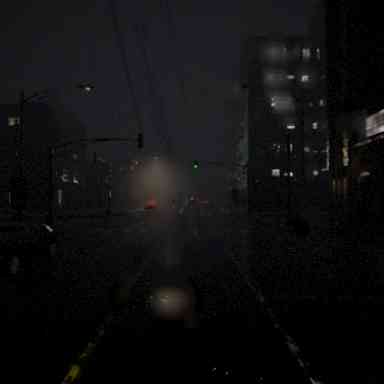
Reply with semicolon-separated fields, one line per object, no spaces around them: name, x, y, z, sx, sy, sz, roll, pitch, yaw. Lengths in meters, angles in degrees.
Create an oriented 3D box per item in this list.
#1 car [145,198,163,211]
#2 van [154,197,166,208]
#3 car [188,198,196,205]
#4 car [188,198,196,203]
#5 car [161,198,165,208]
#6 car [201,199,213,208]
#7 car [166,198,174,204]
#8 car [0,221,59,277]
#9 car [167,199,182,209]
car;-5.787;1.998;48.442;1.887;1.381;4.507;1;-1;0
van;-5.715;1.900;59.812;1.690;1.788;3.998;1;-1;0
car;-0.054;2.243;76.115;2.033;1.411;5.357;0;-1;0
car;-0.062;2.181;86.542;2.033;1.411;5.357;0;-1;0
car;-5.715;2.051;54.123;1.887;1.381;4.507;1;-1;0
car;2.663;2.000;59.878;1.967;1.590;4.097;1;-1;0
car;-5.740;2.407;88.242;1.802;1.307;4.206;1;-1;0
car;-5.684;1.650;10.488;2.008;1.369;4.403;1;-1;0
car;-3.091;2.031;56.337;1.837;1.490;4.892;0;0;0
